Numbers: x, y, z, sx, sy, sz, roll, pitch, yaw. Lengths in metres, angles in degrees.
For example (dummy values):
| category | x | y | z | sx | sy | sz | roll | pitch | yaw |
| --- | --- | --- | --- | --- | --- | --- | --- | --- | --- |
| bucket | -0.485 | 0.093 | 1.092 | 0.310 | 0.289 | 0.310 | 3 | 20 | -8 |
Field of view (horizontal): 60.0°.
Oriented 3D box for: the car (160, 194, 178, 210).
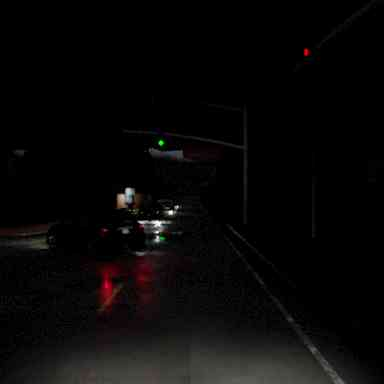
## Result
| category | x | y | z | sx | sy | sz | roll | pitch | yaw |
| --- | --- | --- | --- | --- | --- | --- | --- | --- | --- |
| car | -3.573 | 1.434 | 46.209 | 2.150 | 2.045 | 5.566 | 0 | -1 | 0 |

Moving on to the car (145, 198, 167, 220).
| category | x | y | z | sx | sy | sz | roll | pitch | yaw |
| --- | --- | --- | --- | --- | --- | --- | --- | --- | --- |
| car | -3.595 | 1.639 | 30.063 | 1.837 | 1.490 | 4.892 | 0 | 1 | 0 |

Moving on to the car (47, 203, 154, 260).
| category | x | y | z | sx | sy | sz | roll | pitch | yaw |
| --- | --- | --- | --- | --- | --- | --- | --- | --- | --- |
| car | -3.957 | 1.473 | 13.343 | 4.553 | 1.767 | 2.097 | -1 | 0 | 42 |

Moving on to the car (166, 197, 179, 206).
| category | x | y | z | sx | sy | sz | roll | pitch | yaw |
| --- | --- | --- | --- | --- | --- | --- | --- | --- | --- |
| car | -3.520 | 1.755 | 60.880 | 1.882 | 1.535 | 5.008 | 0 | 0 | 1 |
